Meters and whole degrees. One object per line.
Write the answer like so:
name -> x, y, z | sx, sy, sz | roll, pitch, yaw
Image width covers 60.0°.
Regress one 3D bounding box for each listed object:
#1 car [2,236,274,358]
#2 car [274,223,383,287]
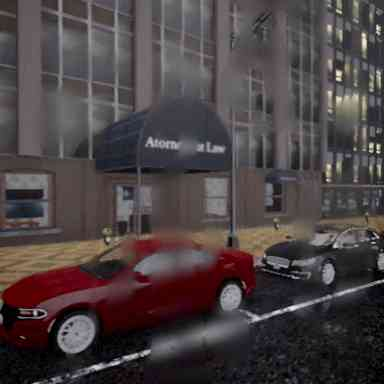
car -> -0.827, 1.541, 5.972 | 4.507, 1.381, 1.887 | 0, -1, -35
car -> 3.825, 1.574, 9.238 | 4.403, 1.369, 2.008 | 0, -1, -35
